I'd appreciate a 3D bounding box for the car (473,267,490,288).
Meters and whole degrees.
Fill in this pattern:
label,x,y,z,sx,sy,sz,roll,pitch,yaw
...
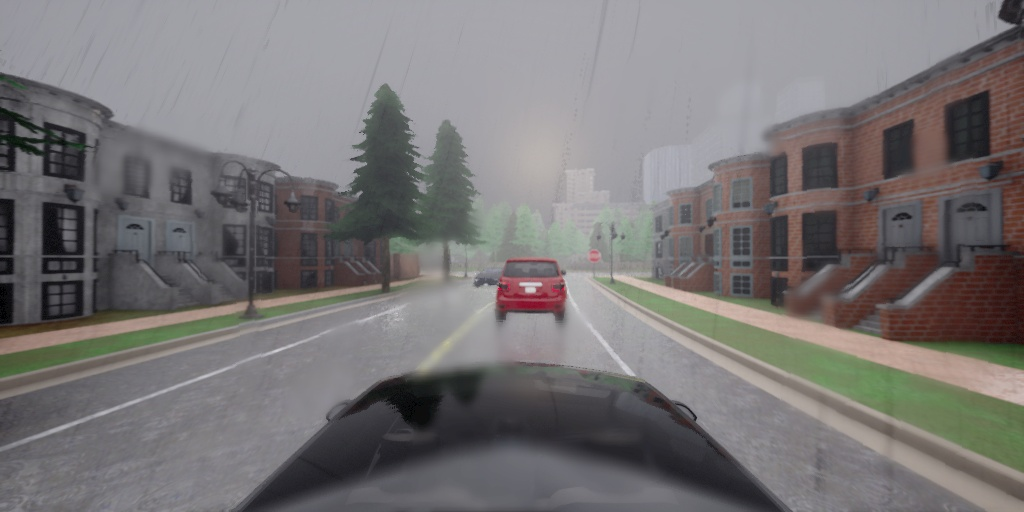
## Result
label,x,y,z,sx,sy,sz,roll,pitch,yaw
car,-1.372,1.533,26.283,2.033,1.411,5.357,0,-1,8

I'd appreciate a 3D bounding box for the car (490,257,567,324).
label,x,y,z,sx,sy,sz,roll,pitch,yaw
car,0.750,1.078,12.730,2.150,2.045,5.566,0,-1,5
